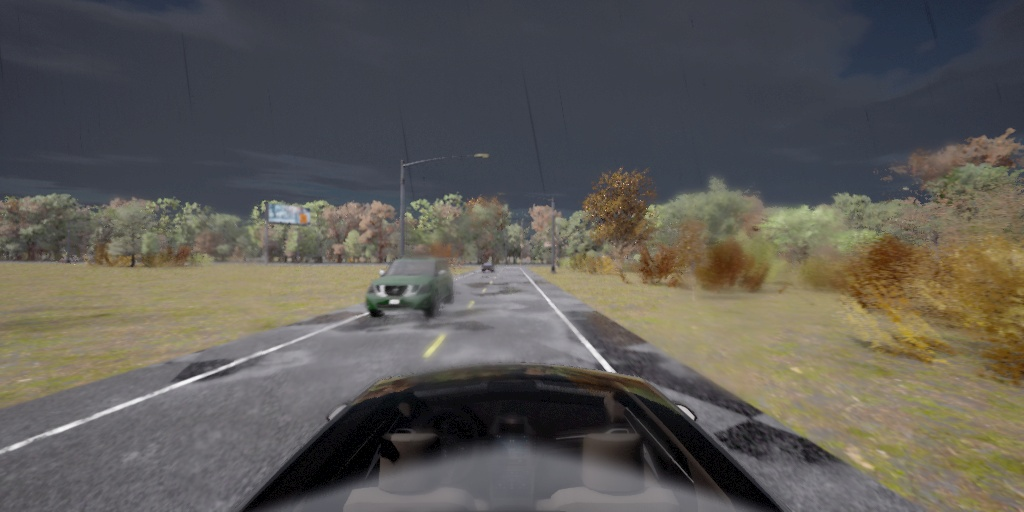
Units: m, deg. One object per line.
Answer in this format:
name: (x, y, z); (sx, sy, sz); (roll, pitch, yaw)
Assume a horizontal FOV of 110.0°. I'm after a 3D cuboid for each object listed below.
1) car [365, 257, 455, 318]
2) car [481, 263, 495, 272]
car: (-3.604, 1.068, 13.779); (2.150, 2.045, 5.566); (0, 0, 0)
car: (-3.560, 1.685, 53.991); (2.033, 1.411, 5.357); (0, 0, 1)
